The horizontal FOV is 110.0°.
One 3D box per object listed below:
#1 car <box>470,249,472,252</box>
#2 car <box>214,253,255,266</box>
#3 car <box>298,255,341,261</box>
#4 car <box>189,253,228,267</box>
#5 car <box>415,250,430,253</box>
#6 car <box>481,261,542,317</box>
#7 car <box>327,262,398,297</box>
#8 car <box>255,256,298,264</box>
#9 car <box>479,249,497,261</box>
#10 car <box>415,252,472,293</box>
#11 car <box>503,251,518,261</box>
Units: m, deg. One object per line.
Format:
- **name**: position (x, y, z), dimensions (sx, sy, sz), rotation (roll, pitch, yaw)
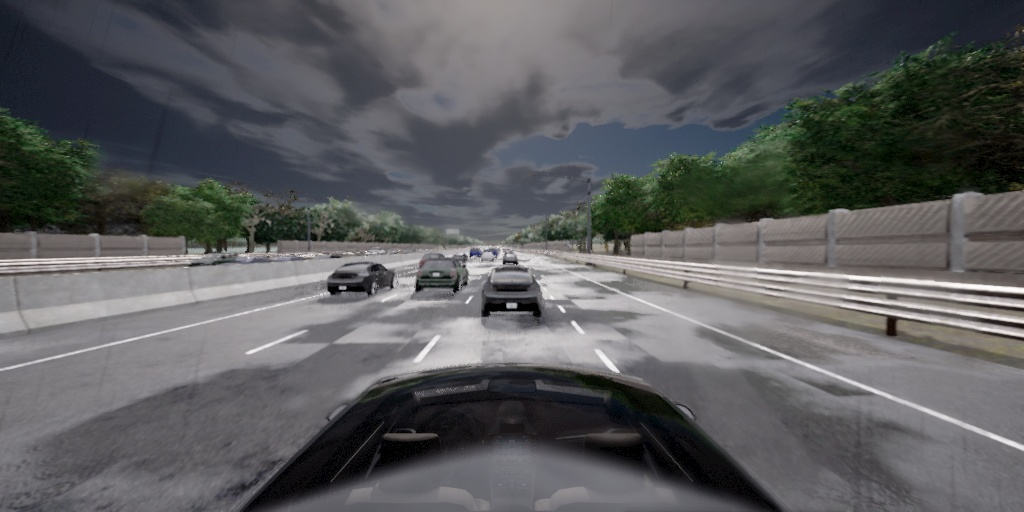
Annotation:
- **car**: position (-7.250, 0.205, 50.065), dimensions (2.128, 1.511, 4.902), rotation (0, 1, -1)
- **car**: position (-24.700, 0.682, 33.931), dimensions (2.033, 1.411, 5.357), rotation (0, 1, 0)
- **car**: position (-17.702, 0.632, 34.010), dimensions (1.837, 1.490, 4.892), rotation (0, 1, 0)
- **car**: position (-28.197, 0.480, 34.367), dimensions (2.097, 1.767, 4.553), rotation (0, 1, 0)
- **car**: position (-7.110, 0.492, 33.209), dimensions (2.097, 1.767, 4.553), rotation (0, 1, 0)
- **car**: position (-0.016, 1.114, 12.516), dimensions (1.837, 1.490, 4.892), rotation (0, 1, 0)
- **car**: position (-7.030, 1.031, 17.287), dimensions (1.837, 1.490, 4.892), rotation (0, 1, 0)
- **car**: position (-21.201, 0.678, 33.979), dimensions (2.033, 1.411, 5.357), rotation (0, 1, 0)
- **car**: position (-3.827, 0.054, 57.278), dimensions (1.812, 1.442, 4.674), rotation (0, 1, -1)
- **car**: position (-3.536, 0.842, 18.836), dimensions (2.097, 1.767, 4.553), rotation (0, 1, 0)
- **car**: position (-0.227, 0.332, 47.688), dimensions (1.994, 1.385, 4.181), rotation (0, 1, -1)
